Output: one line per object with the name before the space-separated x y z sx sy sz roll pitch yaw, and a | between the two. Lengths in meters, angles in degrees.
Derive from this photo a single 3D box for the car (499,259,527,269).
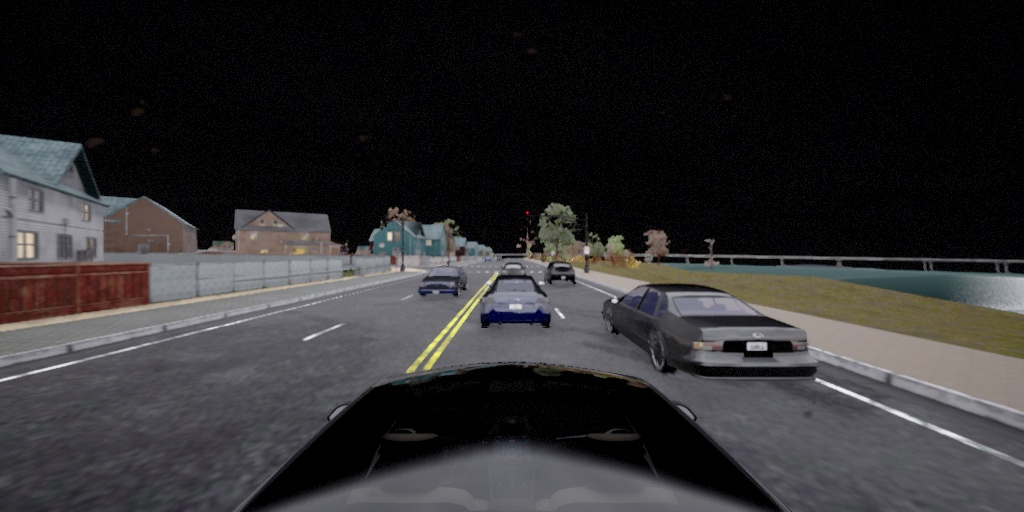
car | 0.097 1.171 26.253 1.812 1.442 4.674 0 0 0

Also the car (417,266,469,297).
car | -3.350 1.225 18.490 2.033 1.411 5.357 0 0 0

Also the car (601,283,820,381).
car | 3.348 1.272 7.412 2.033 1.411 5.357 0 0 0

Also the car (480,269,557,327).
car | 0.097 1.271 11.276 1.994 1.385 4.181 0 0 0

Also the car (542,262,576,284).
car | 3.347 1.152 25.708 1.837 1.490 4.892 0 0 0

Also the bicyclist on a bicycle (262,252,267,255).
bicyclist on a bicycle | -29.615 0.374 42.899 0.582 1.620 1.656 1 0 -35
